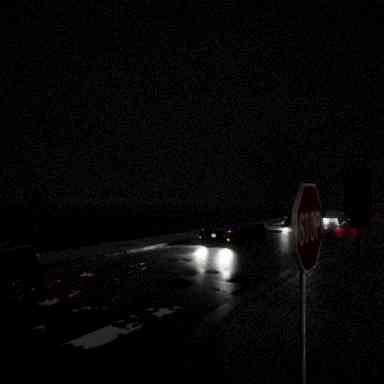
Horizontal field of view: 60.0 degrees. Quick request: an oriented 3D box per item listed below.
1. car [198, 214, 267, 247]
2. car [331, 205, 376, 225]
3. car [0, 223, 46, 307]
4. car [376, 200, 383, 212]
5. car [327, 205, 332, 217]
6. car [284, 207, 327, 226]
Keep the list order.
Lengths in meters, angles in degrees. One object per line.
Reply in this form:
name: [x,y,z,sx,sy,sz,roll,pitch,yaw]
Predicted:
car: [2.090,1.771,16.336,1.994,1.385,4.181,0,-1,35]
car: [13.286,1.850,27.203,2.128,1.511,4.902,-1,-1,35]
car: [-5.165,1.405,5.964,2.097,1.767,4.553,-1,-1,35]
car: [27.818,1.987,47.989,2.097,1.767,4.553,-1,-1,35]
car: [15.191,2.026,35.028,1.994,1.385,4.181,-1,-1,35]
car: [8.649,1.844,25.710,1.837,1.490,4.892,-1,-1,35]
